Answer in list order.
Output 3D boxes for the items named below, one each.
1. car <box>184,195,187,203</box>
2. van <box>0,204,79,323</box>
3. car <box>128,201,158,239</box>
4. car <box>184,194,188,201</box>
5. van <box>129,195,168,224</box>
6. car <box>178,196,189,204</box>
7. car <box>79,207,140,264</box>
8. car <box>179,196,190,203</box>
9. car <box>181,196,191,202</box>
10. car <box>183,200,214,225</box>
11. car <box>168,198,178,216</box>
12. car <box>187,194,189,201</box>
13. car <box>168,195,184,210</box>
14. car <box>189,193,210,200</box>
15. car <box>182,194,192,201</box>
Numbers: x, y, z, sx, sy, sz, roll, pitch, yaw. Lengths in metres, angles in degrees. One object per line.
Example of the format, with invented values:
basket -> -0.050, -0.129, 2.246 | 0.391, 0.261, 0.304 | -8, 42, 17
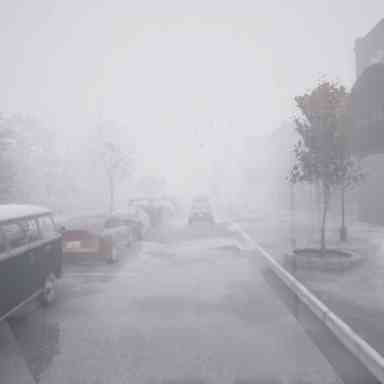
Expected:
car -> -2.426, 1.610, 50.775 | 2.097, 1.535, 5.008 | 0, 0, 4
van -> -3.596, 1.264, 5.482 | 1.878, 1.987, 4.442 | 0, 1, -1
car -> -3.287, 1.519, 17.501 | 2.231, 1.521, 4.892 | 0, 1, 0
car -> -2.283, 1.642, 56.321 | 2.097, 1.535, 5.008 | 0, 0, 4
van -> -3.135, 1.329, 23.185 | 1.878, 1.987, 4.442 | 0, 0, 4
car -> -1.854, 1.717, 72.950 | 2.097, 1.535, 5.008 | 0, 0, 4
car -> -3.430, 1.535, 11.992 | 2.163, 1.488, 4.792 | 0, 1, 0
car -> -1.710, 1.738, 78.504 | 2.231, 1.521, 4.892 | 0, -1, 4
car -> -1.567, 1.738, 84.043 | 2.097, 1.535, 5.008 | 0, 0, 4
car -> 0.658, 1.601, 24.871 | 2.033, 1.411, 5.357 | 0, 0, 1
car -> -2.856, 1.620, 34.151 | 2.002, 1.452, 4.674 | 0, 0, 2
car -> -2.011, 1.677, 66.570 | 1.946, 1.575, 5.366 | 0, 0, 4
car -> -2.682, 1.360, 40.895 | 2.435, 2.045, 5.566 | 0, 0, 2
car -> 1.120, 1.319, 42.760 | 2.150, 2.045, 5.566 | 0, 0, 1
car -> -1.335, 1.492, 92.994 | 2.435, 2.045, 5.566 | 0, 0, 4
